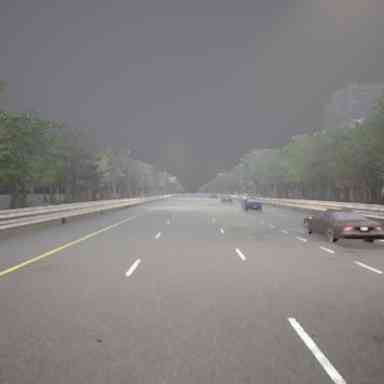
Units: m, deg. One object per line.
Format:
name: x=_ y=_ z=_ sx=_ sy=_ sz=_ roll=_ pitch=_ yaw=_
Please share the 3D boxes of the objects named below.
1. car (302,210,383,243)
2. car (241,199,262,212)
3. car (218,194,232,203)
car: x=7.003 y=1.550 z=16.034 sx=2.033 sy=1.411 sz=5.357 roll=0 pitch=0 yaw=0
car: x=7.028 y=1.518 z=39.642 sx=1.882 sy=1.535 sz=5.008 roll=0 pitch=0 yaw=0
car: x=7.139 y=1.413 z=69.684 sx=2.097 sy=1.767 sz=4.553 roll=0 pitch=0 yaw=0
